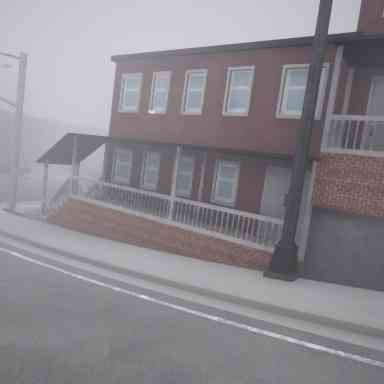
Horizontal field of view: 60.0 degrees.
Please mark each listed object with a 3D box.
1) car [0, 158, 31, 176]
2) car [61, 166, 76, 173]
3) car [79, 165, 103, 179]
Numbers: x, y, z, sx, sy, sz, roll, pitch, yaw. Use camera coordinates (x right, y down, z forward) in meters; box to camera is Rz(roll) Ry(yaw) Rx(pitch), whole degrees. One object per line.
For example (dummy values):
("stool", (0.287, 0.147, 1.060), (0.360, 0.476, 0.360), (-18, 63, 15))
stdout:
("car", (-18.596, -2.391, 32.805), (1.895, 1.301, 4.718), (11, 6, 34))
("car", (-14.792, -2.948, 44.001), (1.895, 1.301, 4.718), (12, 7, 35))
("car", (-11.551, -2.384, 42.596), (1.895, 1.301, 4.718), (11, 7, 35))
